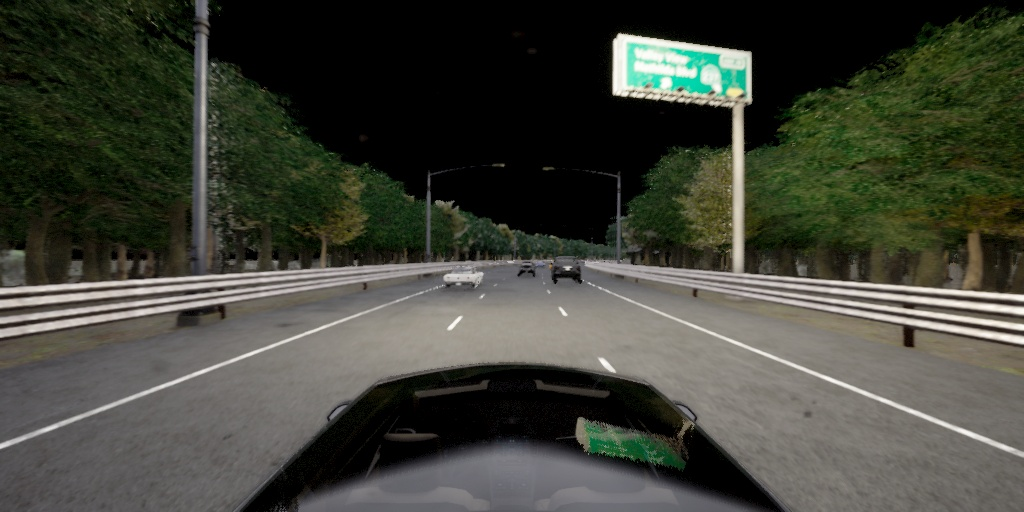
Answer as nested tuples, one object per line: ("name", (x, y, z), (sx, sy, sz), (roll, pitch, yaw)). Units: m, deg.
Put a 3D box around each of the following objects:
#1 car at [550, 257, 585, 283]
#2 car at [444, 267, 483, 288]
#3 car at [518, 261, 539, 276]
("car", (4.298, 1.079, 29.057), (2.150, 2.045, 5.566), (0, 0, 4))
("car", (-3.067, 1.386, 23.739), (1.895, 1.301, 4.718), (0, 0, 3))
("car", (1.743, 1.403, 39.802), (1.837, 1.490, 4.892), (0, 0, 5))
